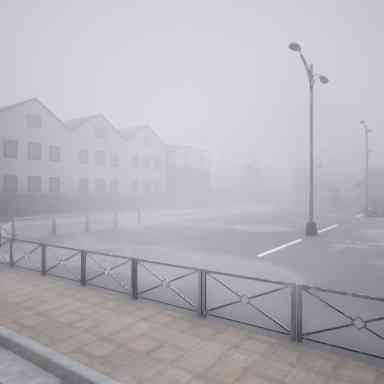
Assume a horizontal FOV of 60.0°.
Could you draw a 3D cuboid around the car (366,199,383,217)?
[{"bbox_3d":[15.362,1.298,26.847,2.007,1.523,4.514,0,0,35],"label":"car"}]
